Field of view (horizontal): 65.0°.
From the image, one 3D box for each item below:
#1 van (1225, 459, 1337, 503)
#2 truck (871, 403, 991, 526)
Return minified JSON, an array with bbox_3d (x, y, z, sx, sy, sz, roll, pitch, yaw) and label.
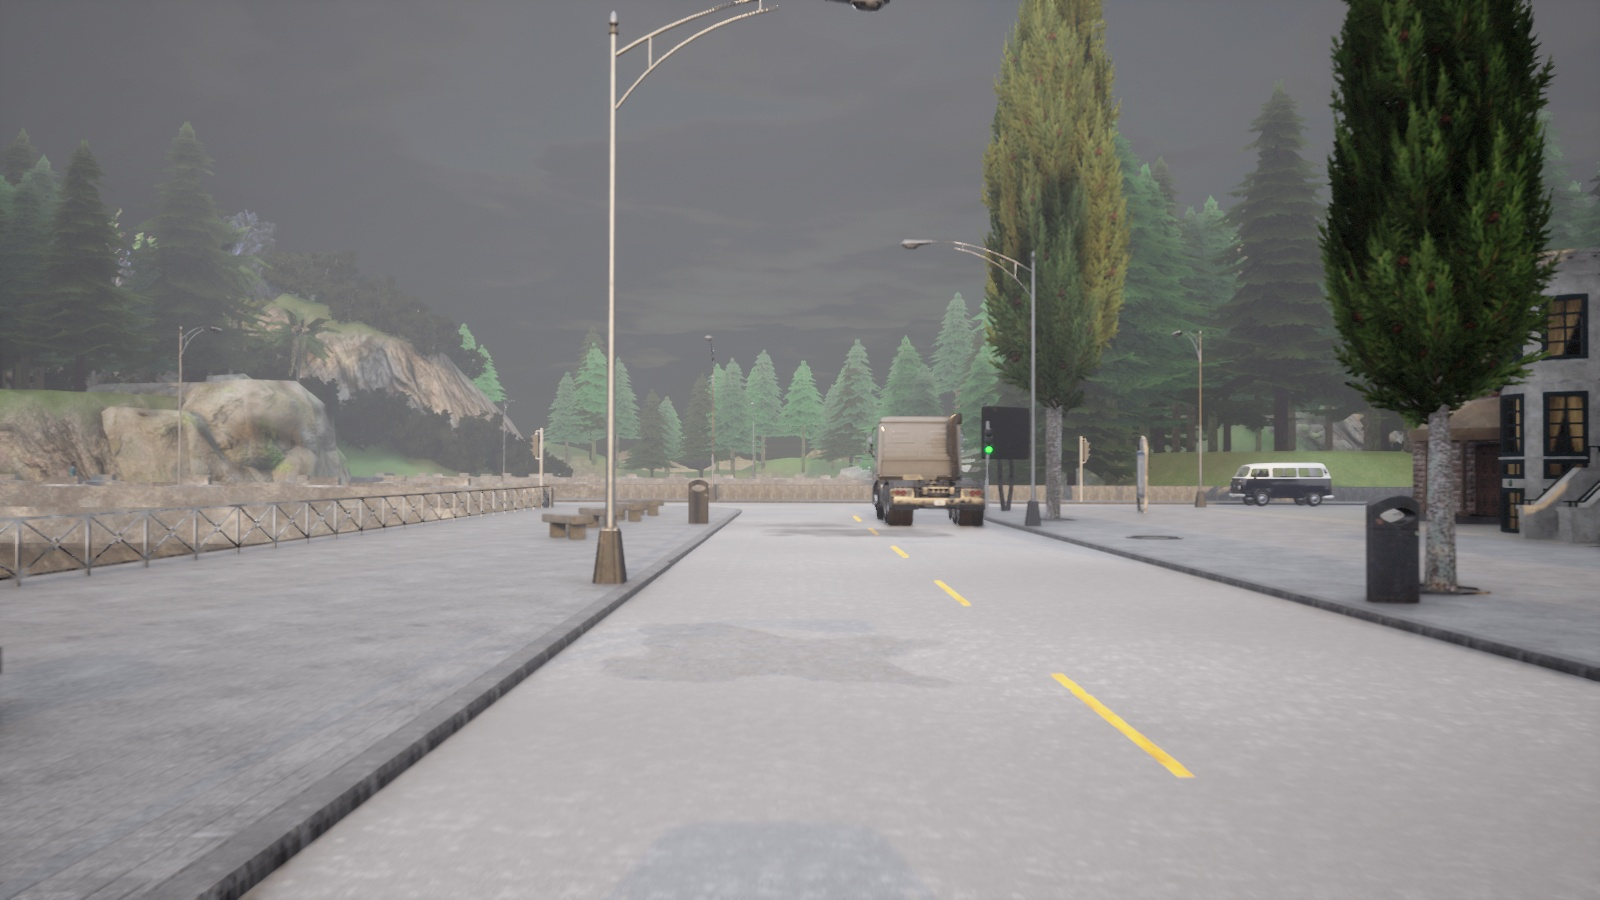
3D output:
[{"bbox_3d":[22.699,1.441,59.379,4.480,2.038,2.069,0,-1,0],"label":"van"},{"bbox_3d":[3.894,0.473,39.189,2.891,3.462,7.936,0,-1,0],"label":"truck"}]
